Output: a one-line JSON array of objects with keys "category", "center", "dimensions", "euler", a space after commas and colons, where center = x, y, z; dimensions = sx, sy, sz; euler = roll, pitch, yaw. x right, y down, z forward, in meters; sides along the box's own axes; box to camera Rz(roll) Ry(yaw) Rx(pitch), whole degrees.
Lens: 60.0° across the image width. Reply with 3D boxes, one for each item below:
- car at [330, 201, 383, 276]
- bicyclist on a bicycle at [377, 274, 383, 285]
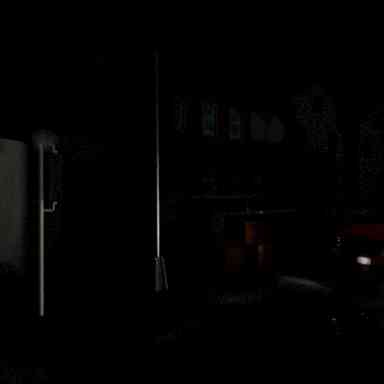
[{"category": "car", "center": [6.167, 1.223, 9.300], "dimensions": [5.566, 2.045, 2.150], "euler": [0, 0, -37]}, {"category": "bicyclist on a bicycle", "center": [4.662, 1.467, 6.491], "dimensions": [1.656, 0.582, 1.620], "euler": [4, -42, -7]}]
